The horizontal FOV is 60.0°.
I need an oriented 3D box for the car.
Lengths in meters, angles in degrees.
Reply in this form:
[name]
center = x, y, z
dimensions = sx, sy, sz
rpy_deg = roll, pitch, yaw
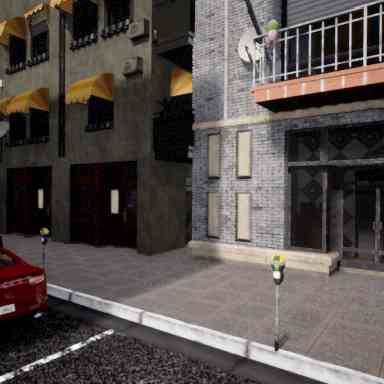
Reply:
[car]
center = -4.460, 1.544, 6.051
dimensions = 4.507, 1.381, 1.887
rpy_deg = 0, 1, 36
